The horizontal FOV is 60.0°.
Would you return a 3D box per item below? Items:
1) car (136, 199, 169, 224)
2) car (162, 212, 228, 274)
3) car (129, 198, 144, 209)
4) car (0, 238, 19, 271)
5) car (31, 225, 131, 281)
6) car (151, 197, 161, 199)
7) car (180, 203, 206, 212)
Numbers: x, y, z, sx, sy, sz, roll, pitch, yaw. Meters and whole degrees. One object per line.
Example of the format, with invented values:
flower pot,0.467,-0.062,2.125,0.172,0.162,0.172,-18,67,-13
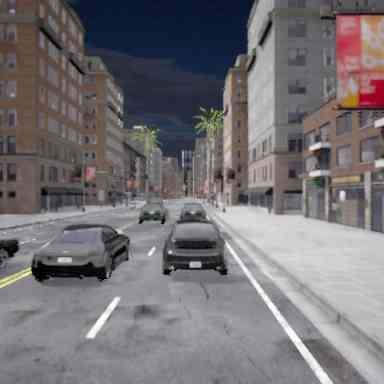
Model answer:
car,-3.158,1.696,28.325,2.097,1.767,4.553,0,-1,0
car,0.094,1.638,10.992,1.837,1.490,4.892,0,0,0
car,-9.758,2.010,59.701,2.150,2.045,5.566,0,-1,0
car,-6.600,1.705,8.699,1.895,1.301,4.718,0,-1,0
car,-3.158,1.687,10.282,1.994,1.385,4.181,0,-1,0
car,-6.511,1.979,59.691,2.150,2.045,5.566,0,-1,0
car,0.092,1.697,28.326,2.097,1.767,4.553,0,-1,0
